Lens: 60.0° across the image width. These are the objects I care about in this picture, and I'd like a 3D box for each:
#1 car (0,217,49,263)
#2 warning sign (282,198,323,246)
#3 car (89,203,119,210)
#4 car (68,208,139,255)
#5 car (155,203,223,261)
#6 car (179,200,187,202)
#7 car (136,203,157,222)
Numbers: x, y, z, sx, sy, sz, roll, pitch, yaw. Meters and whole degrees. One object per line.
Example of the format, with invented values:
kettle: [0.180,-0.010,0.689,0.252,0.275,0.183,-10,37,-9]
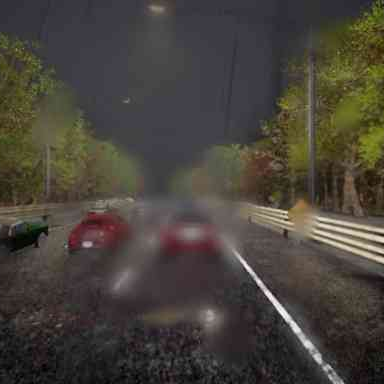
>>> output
car: [-6.978,1.568,12.099,1.895,1.301,4.718,9,2,0]
warning sign: [4.458,1.196,13.548,1.300,1.860,1.060,-1,-1,-1]
car: [-7.260,1.671,27.797,2.128,1.511,4.902,0,0,-1]
car: [-3.538,1.606,13.548,1.812,1.442,4.674,0,0,0]
car: [-0.035,1.427,12.756,2.097,1.767,4.553,0,0,0]
car: [-0.271,1.711,28.573,1.812,1.442,4.674,0,0,-1]
car: [-3.761,1.672,27.852,2.128,1.511,4.902,0,0,-1]
